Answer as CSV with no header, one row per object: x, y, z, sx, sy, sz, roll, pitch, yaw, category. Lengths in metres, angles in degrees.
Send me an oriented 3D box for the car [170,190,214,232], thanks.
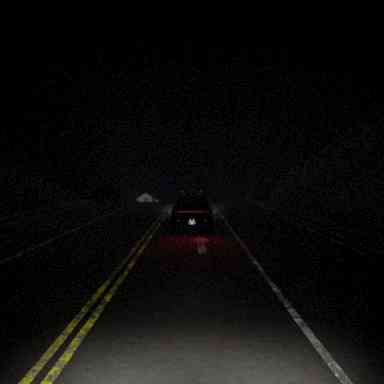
-0.005,0.906,15.792,2.128,1.511,4.902,0,3,0,car

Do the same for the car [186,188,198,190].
-0.007,0.329,31.134,1.994,1.385,4.181,0,0,0,car
